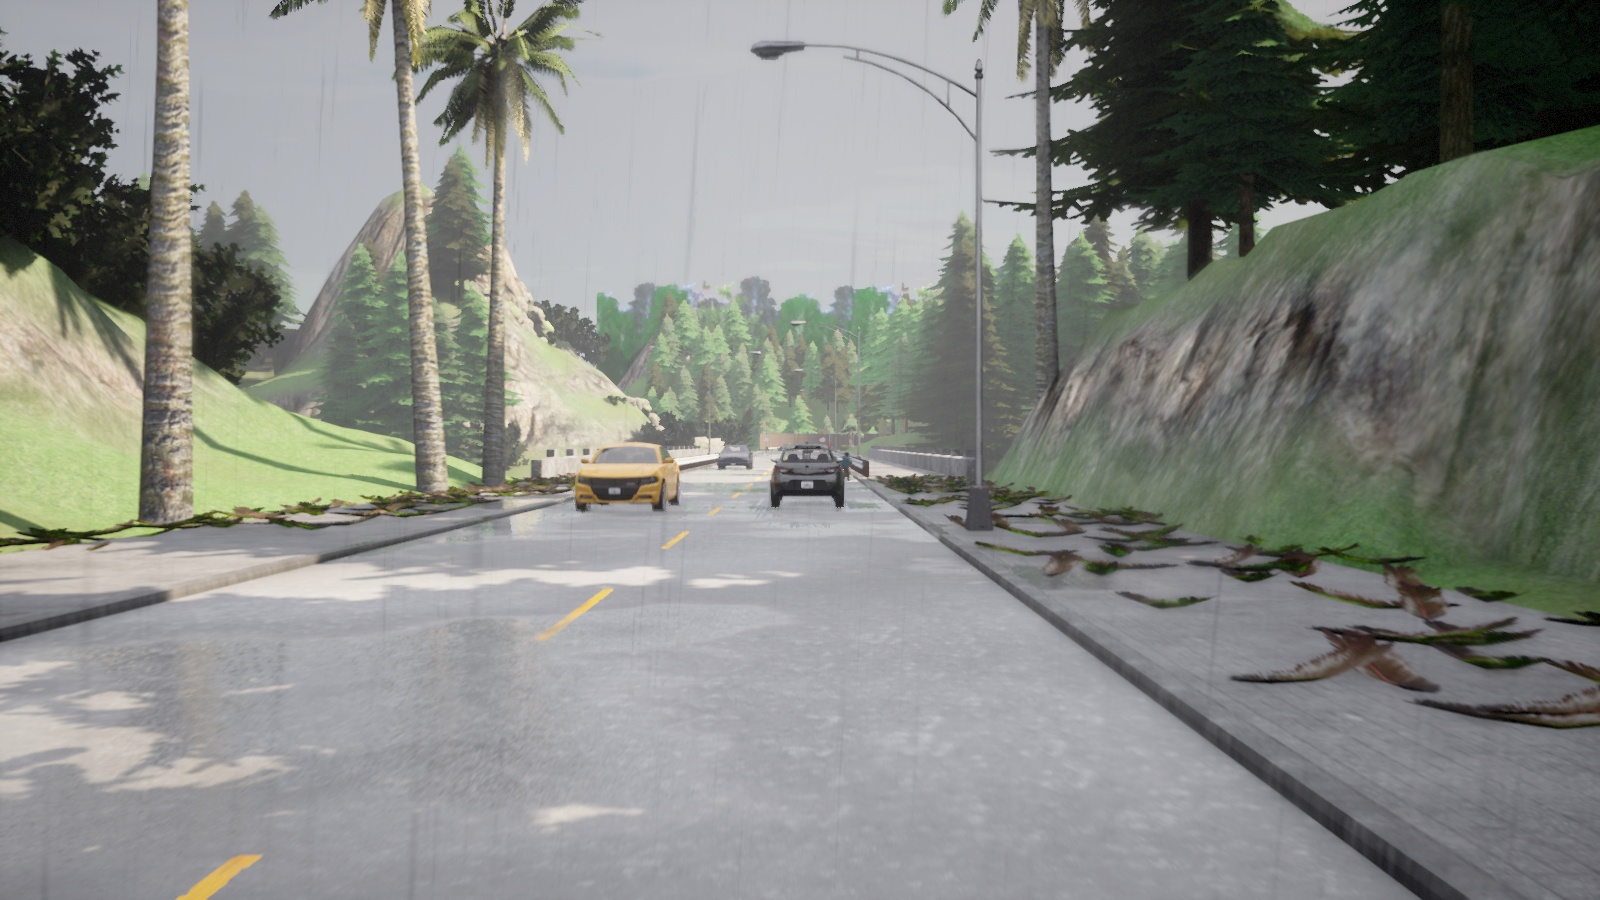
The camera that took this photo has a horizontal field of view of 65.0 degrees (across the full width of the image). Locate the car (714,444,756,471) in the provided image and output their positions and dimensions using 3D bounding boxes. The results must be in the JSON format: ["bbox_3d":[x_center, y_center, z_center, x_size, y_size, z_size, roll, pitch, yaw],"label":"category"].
[{"bbox_3d":[-3.609,0.395,70.238,2.033,1.411,5.357,0,0,0],"label":"car"}]

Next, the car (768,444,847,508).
[{"bbox_3d":[0.180,0.586,30.855,1.816,1.474,4.193,0,0,0],"label":"car"}]

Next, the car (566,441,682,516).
[{"bbox_3d":[-3.834,0.562,28.185,1.882,1.535,5.008,0,0,0],"label":"car"}]

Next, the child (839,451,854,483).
[{"bbox_3d":[1.711,0.631,46.557,0.448,1.192,0.343,0,0,-41],"label":"child"}]
